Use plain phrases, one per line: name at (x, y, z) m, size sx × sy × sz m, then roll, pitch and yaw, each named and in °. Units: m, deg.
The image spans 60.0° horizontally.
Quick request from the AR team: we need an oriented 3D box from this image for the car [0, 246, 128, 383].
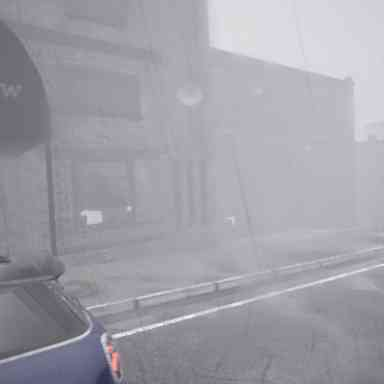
car at (-2.743, 1.351, 2.044) m, size 4.553 × 1.767 × 2.097 m, roll 0°, pitch 0°, yaw -35°
